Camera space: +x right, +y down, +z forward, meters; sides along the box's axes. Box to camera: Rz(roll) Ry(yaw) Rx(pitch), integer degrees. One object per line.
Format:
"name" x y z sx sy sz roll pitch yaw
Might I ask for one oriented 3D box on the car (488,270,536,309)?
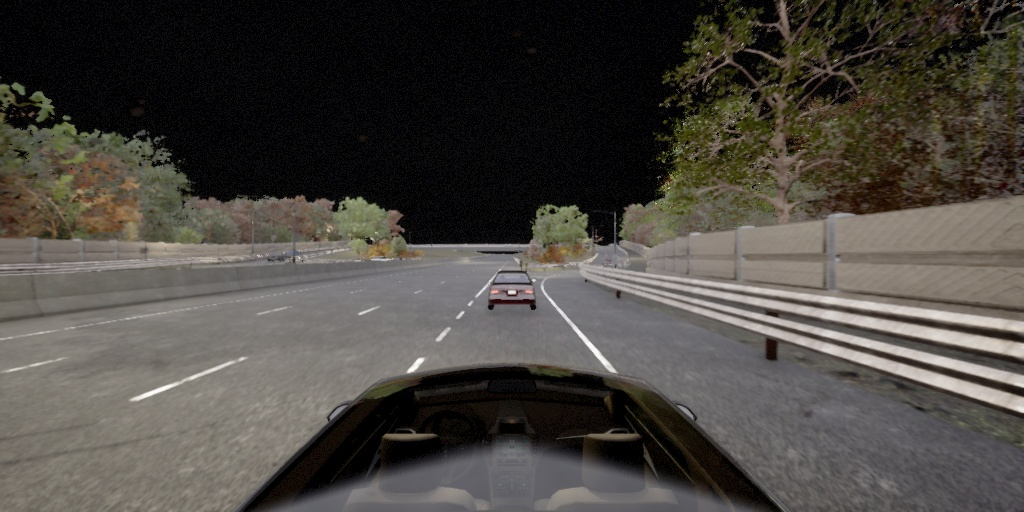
"car" 0.011 1.303 14.935 2.033 1.411 5.357 0 0 0
